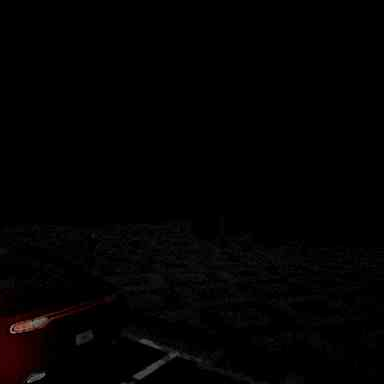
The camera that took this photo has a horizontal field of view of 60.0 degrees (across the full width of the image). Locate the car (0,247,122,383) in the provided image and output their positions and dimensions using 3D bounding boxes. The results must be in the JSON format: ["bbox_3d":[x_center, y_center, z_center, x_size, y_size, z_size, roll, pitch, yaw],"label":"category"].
[{"bbox_3d":[-3.058,1.544,5.143,4.507,1.381,1.887,0,0,36],"label":"car"}]
